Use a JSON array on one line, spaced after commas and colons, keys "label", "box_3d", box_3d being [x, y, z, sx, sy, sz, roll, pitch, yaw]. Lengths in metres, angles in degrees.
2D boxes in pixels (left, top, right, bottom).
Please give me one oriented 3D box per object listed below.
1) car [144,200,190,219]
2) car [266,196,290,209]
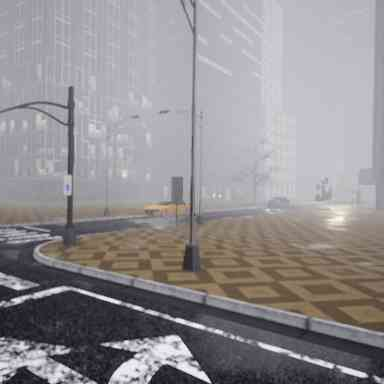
[{"label": "car", "box_3d": [-1.962, 1.391, 28.406, 1.882, 1.535, 5.008, 1, 1, 37]}, {"label": "car", "box_3d": [12.295, 1.376, 47.340, 2.097, 1.767, 4.553, 1, 1, 37]}]
